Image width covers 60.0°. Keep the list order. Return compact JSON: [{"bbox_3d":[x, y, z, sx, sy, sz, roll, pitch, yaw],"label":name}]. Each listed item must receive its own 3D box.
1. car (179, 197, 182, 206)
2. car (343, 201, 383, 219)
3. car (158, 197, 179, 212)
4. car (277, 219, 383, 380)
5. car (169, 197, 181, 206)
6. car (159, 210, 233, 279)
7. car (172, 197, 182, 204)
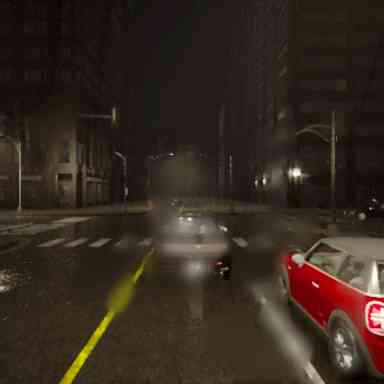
[{"bbox_3d":[-3.065,1.676,50.604,2.128,1.511,4.902,0,0,0],"label":"car"},{"bbox_3d":[14.887,1.546,27.146,4.892,1.490,1.837,0,0,0],"label":"car"},{"bbox_3d":[-3.040,1.501,41.828,2.097,1.767,4.553,0,0,-1],"label":"car"},{"bbox_3d":[2.759,1.458,5.537,1.967,1.590,4.097,0,0,0],"label":"car"},{"bbox_3d":[-3.037,1.730,60.131,1.837,1.490,4.892,0,0,0],"label":"car"},{"bbox_3d":[0.095,1.524,10.092,2.128,1.511,4.902,0,0,0],"label":"car"},{"bbox_3d":[-3.076,1.824,69.970,1.994,1.385,4.181,0,0,0],"label":"car"}]
